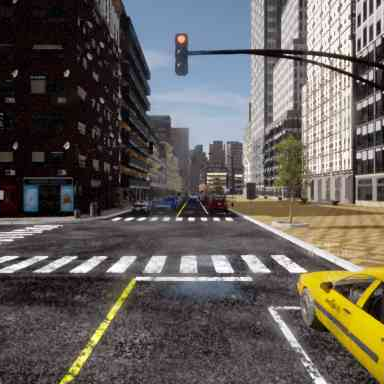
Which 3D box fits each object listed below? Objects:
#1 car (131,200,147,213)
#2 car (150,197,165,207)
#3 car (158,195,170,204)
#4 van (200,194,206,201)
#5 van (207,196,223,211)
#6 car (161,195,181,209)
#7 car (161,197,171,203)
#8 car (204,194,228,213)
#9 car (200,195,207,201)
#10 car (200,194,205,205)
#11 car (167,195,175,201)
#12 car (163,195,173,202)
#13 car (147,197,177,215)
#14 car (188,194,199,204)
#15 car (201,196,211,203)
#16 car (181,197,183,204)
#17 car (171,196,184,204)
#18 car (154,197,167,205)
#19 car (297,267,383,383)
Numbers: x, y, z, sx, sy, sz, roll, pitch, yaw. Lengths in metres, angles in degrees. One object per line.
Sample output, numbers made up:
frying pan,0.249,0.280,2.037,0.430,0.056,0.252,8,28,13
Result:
car,-5.546,1.563,36.441,2.008,1.369,4.403,0,0,0
car,-5.479,1.581,53.021,2.008,1.369,4.403,0,0,0
car,-5.435,1.488,64.074,1.967,1.590,4.097,0,0,0
van,3.057,1.441,91.672,1.690,1.788,3.998,0,0,0
van,2.855,1.358,41.933,1.690,1.788,3.998,0,0,0
car,-2.910,1.497,43.953,1.882,1.535,5.008,0,0,0
car,-5.412,1.639,69.601,1.802,1.307,4.206,0,0,0
car,2.832,1.327,36.408,2.192,1.841,5.009,0,0,0
car,3.036,1.613,86.316,1.752,1.417,4.829,0,0,0
car,2.922,1.354,58.513,2.192,1.841,5.009,0,0,0
car,-5.345,1.613,86.011,1.752,1.417,4.829,0,0,0
car,-5.390,1.507,75.128,1.967,1.590,4.097,0,0,0
car,-2.960,1.558,34.133,2.033,1.411,5.357,0,0,0
car,0.266,1.615,65.611,1.994,1.385,4.181,0,0,0
car,2.968,1.602,69.567,1.887,1.381,4.507,0,0,0
car,-2.851,1.536,53.765,1.837,1.490,4.892,0,0,1
car,-2.741,1.539,64.010,2.128,1.511,4.902,0,0,0
car,-5.457,1.584,58.547,1.887,1.381,4.507,0,0,0
car,2.702,1.525,4.165,1.752,1.417,4.829,0,0,0
